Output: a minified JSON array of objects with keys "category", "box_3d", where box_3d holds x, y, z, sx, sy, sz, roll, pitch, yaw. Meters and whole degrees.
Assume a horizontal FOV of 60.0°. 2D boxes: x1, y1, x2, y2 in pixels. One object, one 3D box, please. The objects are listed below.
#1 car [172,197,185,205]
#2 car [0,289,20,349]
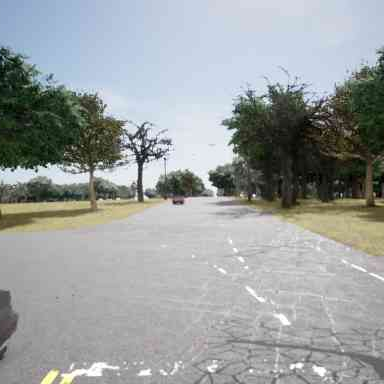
[{"category":"car","box_3d":[-2.159,1.403,53.753,1.895,1.301,4.718,-1,1,2]},{"category":"car","box_3d":[-3.582,1.786,2.808,2.033,1.411,5.357,-1,-1,0]}]
